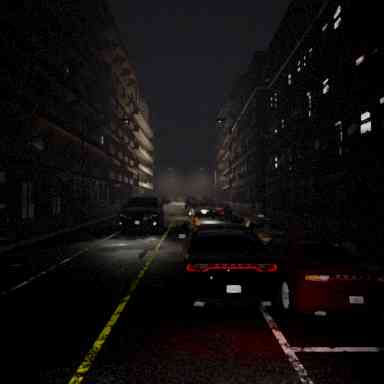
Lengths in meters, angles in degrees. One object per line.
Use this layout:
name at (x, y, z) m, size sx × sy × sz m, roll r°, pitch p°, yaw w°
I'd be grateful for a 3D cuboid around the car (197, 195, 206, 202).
car at (2.389, 1.675, 84.856) m, size 1.967 × 1.590 × 4.097 m, roll 1°, pitch 0°, yaw 0°

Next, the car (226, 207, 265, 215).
car at (2.560, 1.538, 13.125) m, size 1.752 × 1.417 × 4.829 m, roll 1°, pitch 0°, yaw 0°

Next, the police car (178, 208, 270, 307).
police car at (0.694, 1.432, 8.194) m, size 1.930 × 1.638 × 5.238 m, roll 0°, pitch 0°, yaw 0°

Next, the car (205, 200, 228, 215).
car at (2.517, 1.604, 35.077) m, size 2.008 × 1.369 × 4.403 m, roll 1°, pitch 0°, yaw 0°

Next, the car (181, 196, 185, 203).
car at (-0.077, 1.626, 45.142) m, size 2.033 × 1.411 × 5.357 m, roll 0°, pitch 0°, yaw 0°

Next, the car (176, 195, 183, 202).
car at (-2.912, 1.588, 85.276) m, size 2.097 × 1.767 × 4.553 m, roll 0°, pitch 0°, yaw 0°

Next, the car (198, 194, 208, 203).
car at (2.414, 1.498, 73.793) m, size 2.192 × 1.841 × 5.009 m, roll 1°, pitch 0°, yaw 0°

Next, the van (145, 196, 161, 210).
van at (-5.379, 1.423, 46.184) m, size 1.690 × 1.788 × 3.998 m, roll 2°, pitch 0°, yaw 0°

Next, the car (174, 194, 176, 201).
car at (-5.449, 1.774, 79.368) m, size 1.947 × 1.339 × 4.313 m, roll 1°, pitch 0°, yaw 0°

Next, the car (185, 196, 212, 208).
car at (0.778, 1.381, 24.062) m, size 2.097 × 1.767 × 4.553 m, roll 0°, pitch 0°, yaw 0°

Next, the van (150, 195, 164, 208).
van at (-5.390, 1.441, 51.716) m, size 1.690 × 1.788 × 3.998 m, roll 1°, pitch 0°, yaw 0°

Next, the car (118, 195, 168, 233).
car at (-2.888, 1.245, 20.254) m, size 2.150 × 2.045 × 5.566 m, roll 0°, pitch 0°, yaw 0°

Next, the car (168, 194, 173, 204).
car at (-5.411, 1.454, 62.777) m, size 2.192 × 1.841 × 5.009 m, roll 1°, pitch 0°, yaw 0°

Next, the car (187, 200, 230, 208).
car at (0.790, 1.475, 18.281) m, size 1.801 × 1.575 × 5.366 m, roll 0°, pitch 0°, yaw 0°

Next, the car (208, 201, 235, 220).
car at (2.528, 1.587, 29.545) m, size 1.887 × 1.381 × 4.507 m, roll 1°, pitch 0°, yaw 0°

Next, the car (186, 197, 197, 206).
car at (-0.112, 1.629, 58.811) m, size 1.837 × 1.490 × 4.892 m, roll 0°, pitch 0°, yaw 0°

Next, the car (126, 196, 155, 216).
car at (-5.357, 1.369, 35.125) m, size 2.192 × 1.841 × 5.009 m, roll 2°, pitch 0°, yaw 0°

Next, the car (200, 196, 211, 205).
car at (2.474, 1.579, 62.731) m, size 1.967 × 1.590 × 4.097 m, roll 1°, pitch 0°, yaw 0°

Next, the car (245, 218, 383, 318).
car at (2.570, 1.551, 7.423) m, size 1.887 × 1.381 × 4.507 m, roll 1°, pitch 0°, yaw 0°

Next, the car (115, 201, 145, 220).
car at (-5.352, 1.567, 29.423) m, size 1.752 × 1.417 × 4.829 m, roll 2°, pitch 0°, yaw 0°
